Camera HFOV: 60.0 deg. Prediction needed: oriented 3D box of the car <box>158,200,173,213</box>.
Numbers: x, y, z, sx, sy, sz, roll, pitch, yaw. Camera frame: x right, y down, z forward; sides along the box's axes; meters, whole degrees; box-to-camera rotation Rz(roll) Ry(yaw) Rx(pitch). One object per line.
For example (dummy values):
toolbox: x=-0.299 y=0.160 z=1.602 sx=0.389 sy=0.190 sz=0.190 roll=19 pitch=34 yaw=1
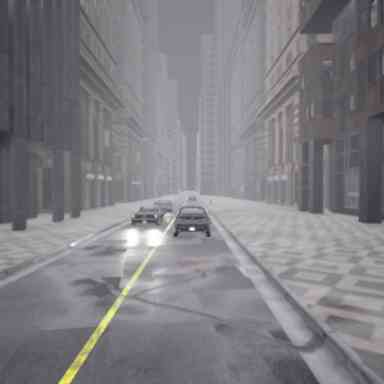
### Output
car: x=-2.978 y=1.530 z=36.206 sx=2.033 sy=1.411 sz=5.357 roll=0 pitch=0 yaw=0

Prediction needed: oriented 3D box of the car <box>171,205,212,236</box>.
car: x=0.014 y=1.506 z=18.325 sx=1.837 sy=1.490 sz=4.892 roll=0 pitch=0 yaw=0

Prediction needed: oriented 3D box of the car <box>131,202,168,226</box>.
car: x=-2.998 y=1.591 z=23.274 sx=1.895 sy=1.301 sz=4.718 roll=0 pitch=0 yaw=0

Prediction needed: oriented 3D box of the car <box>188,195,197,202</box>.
car: x=0.065 y=1.420 z=75.747 sx=1.882 sy=1.535 sz=5.008 roll=0 pitch=0 yaw=0

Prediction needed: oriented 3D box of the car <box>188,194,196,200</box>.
car: x=0.073 y=1.364 z=86.168 sx=2.033 sy=1.411 sz=5.357 roll=0 pitch=0 yaw=0
